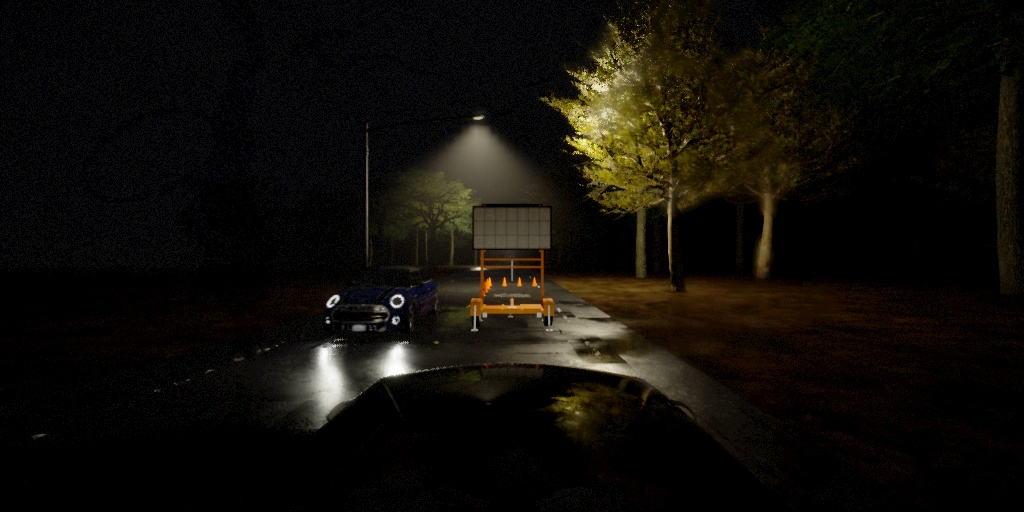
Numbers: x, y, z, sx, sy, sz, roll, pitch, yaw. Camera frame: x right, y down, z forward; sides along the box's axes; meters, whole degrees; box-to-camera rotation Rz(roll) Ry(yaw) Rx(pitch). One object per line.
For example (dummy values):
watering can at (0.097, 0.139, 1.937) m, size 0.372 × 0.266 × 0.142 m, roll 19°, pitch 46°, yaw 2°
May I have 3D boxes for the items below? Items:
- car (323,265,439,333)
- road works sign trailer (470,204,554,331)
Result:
car at (-3.603, 1.104, 10.674) m, size 2.097 × 1.767 × 4.553 m, roll 0°, pitch 0°, yaw 0°
road works sign trailer at (0.005, 0.217, 10.980) m, size 2.380 × 3.560 × 2.880 m, roll 0°, pitch 0°, yaw 0°
